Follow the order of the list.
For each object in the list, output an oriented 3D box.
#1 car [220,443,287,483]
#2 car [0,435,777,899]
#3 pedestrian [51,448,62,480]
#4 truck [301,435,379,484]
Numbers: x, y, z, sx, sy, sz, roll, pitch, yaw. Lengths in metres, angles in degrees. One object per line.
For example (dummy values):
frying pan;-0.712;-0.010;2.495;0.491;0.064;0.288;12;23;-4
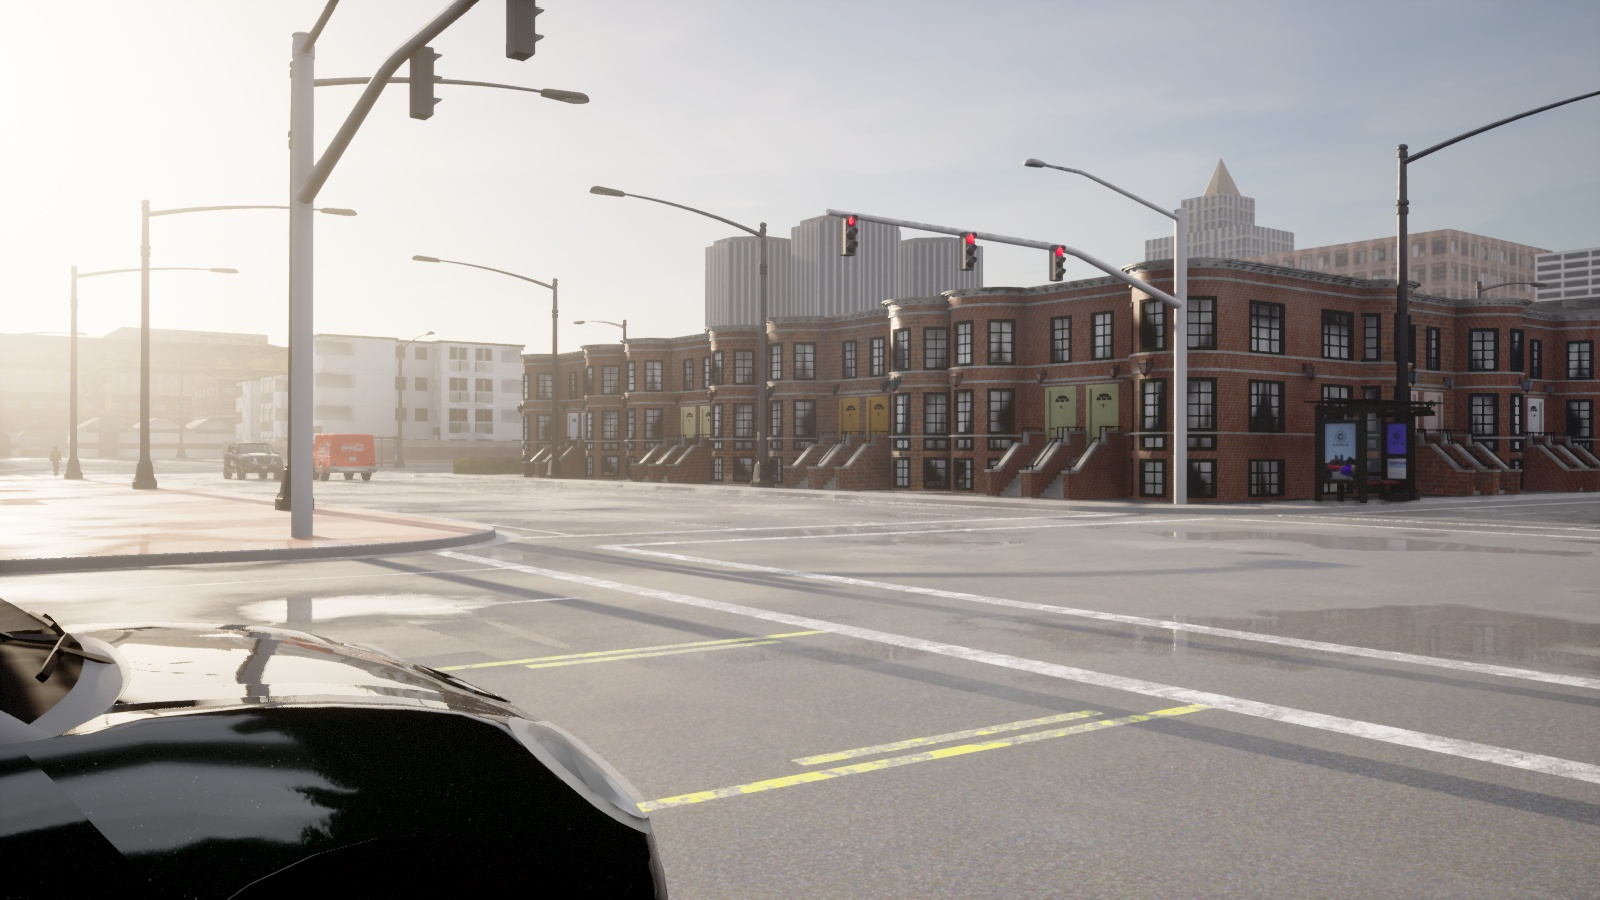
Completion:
car;-29.647;0.692;68.023;2.150;2.045;5.566;0;0;-36
car;-2.171;0.720;2.205;3.806;1.475;1.970;0;0;-35
pedestrian;-43.485;0.802;73.425;0.431;1.840;0.709;0;0;-41
truck;-24.390;0.473;66.488;2.627;2.467;5.204;0;0;-35
